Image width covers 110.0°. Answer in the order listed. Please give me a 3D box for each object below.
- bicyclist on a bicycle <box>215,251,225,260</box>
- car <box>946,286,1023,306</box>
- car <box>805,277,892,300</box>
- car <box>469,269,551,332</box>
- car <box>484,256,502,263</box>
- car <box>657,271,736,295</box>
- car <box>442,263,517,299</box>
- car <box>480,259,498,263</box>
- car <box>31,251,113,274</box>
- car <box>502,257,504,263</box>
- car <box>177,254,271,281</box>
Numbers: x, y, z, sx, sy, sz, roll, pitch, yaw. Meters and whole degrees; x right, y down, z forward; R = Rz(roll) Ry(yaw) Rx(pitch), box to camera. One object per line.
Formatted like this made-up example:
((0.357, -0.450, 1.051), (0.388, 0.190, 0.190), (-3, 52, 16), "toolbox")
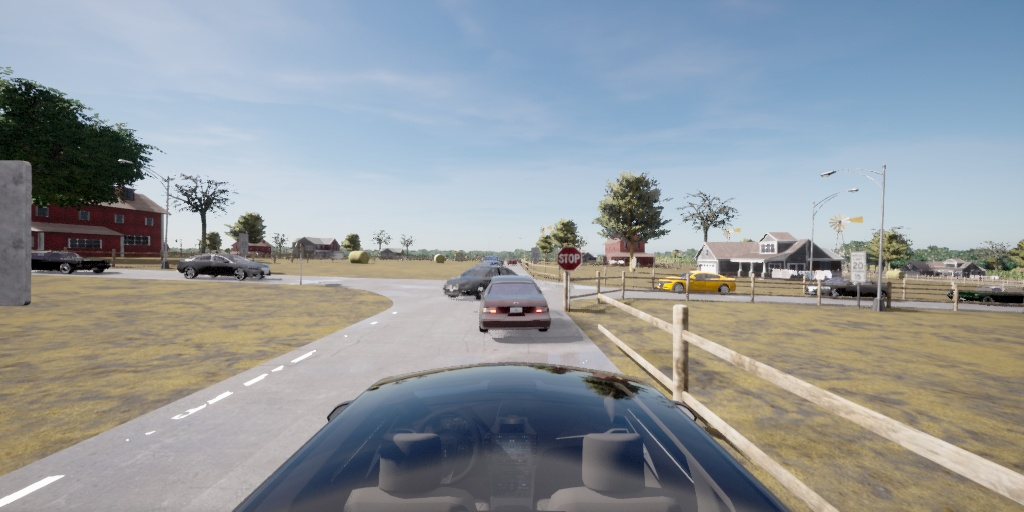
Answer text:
((-22.604, 0.406, 27.605), (0.582, 1.620, 1.656), (2, 0, 0), "bicyclist on a bicycle")
((33.061, 2.721, 24.600), (4.718, 1.301, 1.895), (2, 0, 0), "car")
((22.992, 2.200, 24.599), (4.902, 1.511, 2.128), (2, 0, 0), "car")
((-0.029, 1.299, 10.822), (2.033, 1.411, 5.357), (0, 0, -3), "car")
((-2.813, 0.991, 48.314), (2.150, 2.045, 5.566), (0, 0, 0), "car")
((12.573, 1.771, 24.540), (5.008, 1.535, 1.882), (2, 0, -2), "car")
((-1.366, 1.266, 17.692), (1.837, 1.490, 4.892), (-2, -2, 32), "car")
((-2.831, 1.289, 38.351), (1.812, 1.442, 4.674), (0, 0, 0), "car")
((-27.349, 0.366, 21.619), (4.718, 1.301, 1.895), (2, 0, 0), "car")
((-2.803, 1.134, 58.374), (2.097, 1.767, 4.553), (0, 0, 0), "car")
((-17.245, 0.630, 21.623), (4.902, 1.511, 2.128), (2, 0, 0), "car")
